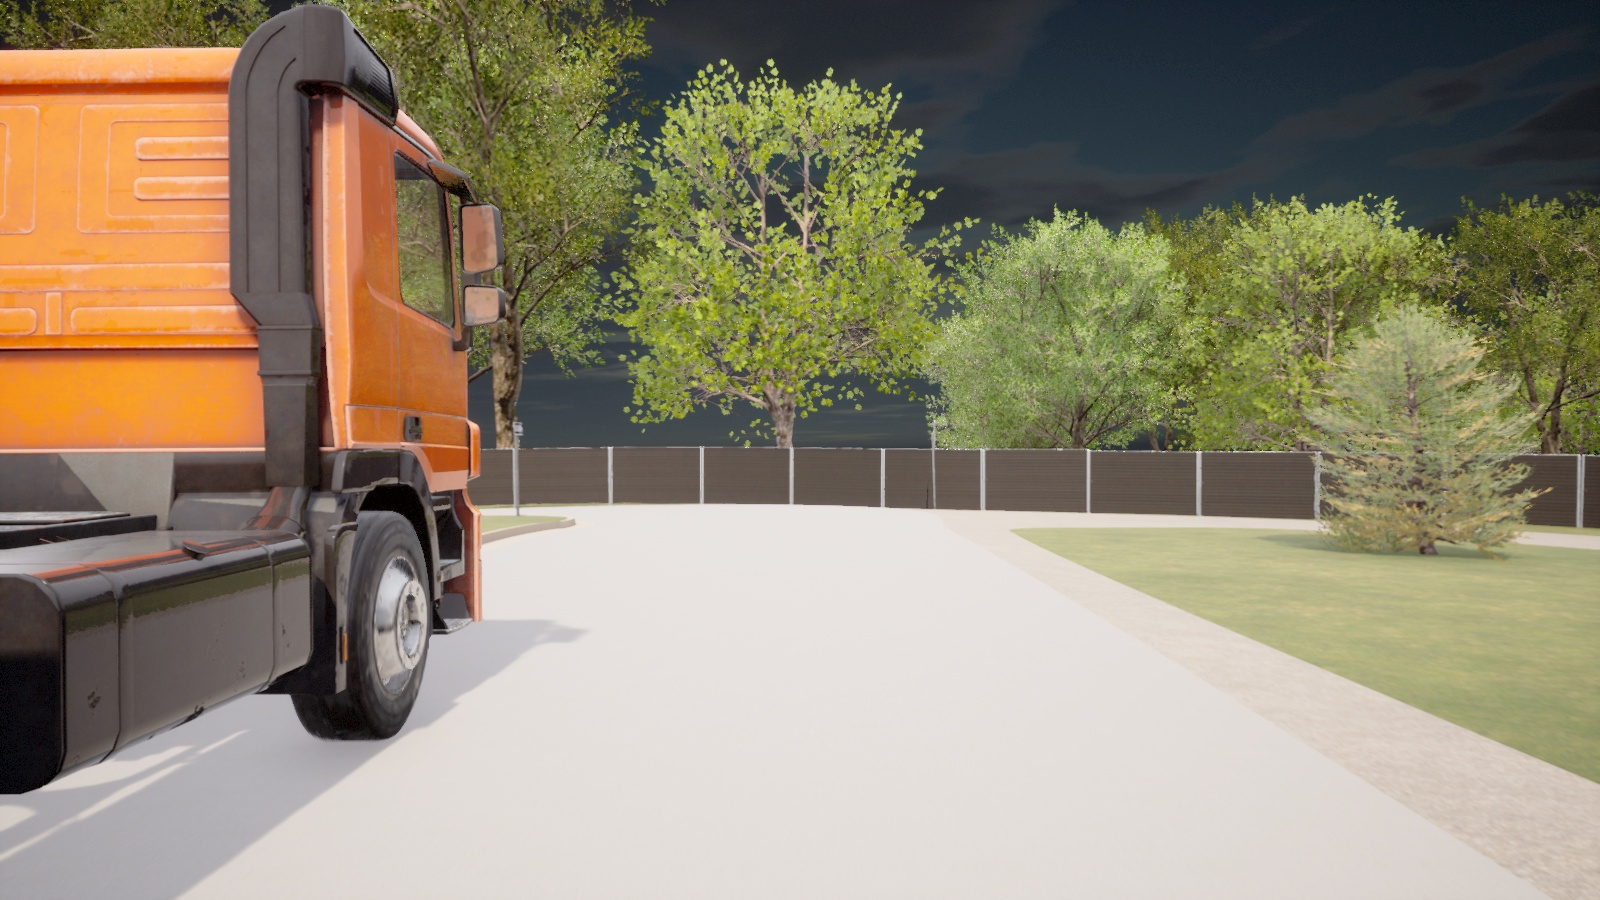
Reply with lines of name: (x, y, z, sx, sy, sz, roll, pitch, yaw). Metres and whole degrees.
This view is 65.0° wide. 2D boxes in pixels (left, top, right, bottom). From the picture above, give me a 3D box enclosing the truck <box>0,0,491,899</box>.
truck: (-3.473, -0.253, 4.031, 2.891, 3.462, 7.936, 0, 0, 1)
